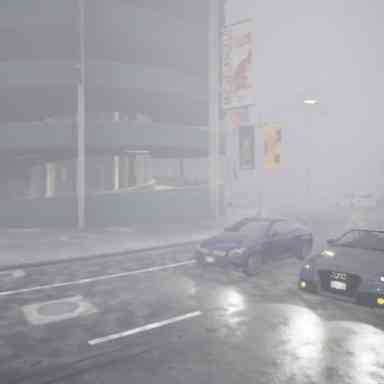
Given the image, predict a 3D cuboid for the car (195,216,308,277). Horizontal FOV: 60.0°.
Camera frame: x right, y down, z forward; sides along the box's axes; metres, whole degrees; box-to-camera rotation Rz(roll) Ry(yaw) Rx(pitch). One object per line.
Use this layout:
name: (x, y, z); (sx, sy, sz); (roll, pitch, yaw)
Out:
car: (2.149, 1.504, 10.440); (4.674, 1.442, 1.812); (-1, 0, -44)

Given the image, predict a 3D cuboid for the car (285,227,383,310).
car: (4.179, 1.543, 7.553); (4.181, 1.385, 1.994); (0, 0, -43)

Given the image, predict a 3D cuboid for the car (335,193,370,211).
car: (18.662, 1.123, 38.287); (2.150, 2.045, 5.566); (0, 0, -5)

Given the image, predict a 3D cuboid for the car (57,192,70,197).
car: (-22.043, 0.972, 56.011); (2.435, 2.045, 5.566); (0, 0, -36)

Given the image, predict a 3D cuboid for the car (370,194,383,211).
car: (22.283, 1.118, 36.136); (2.150, 2.045, 5.566); (0, 0, -2)
